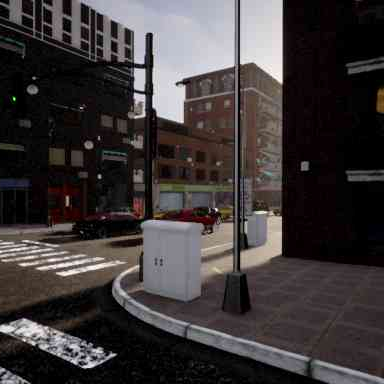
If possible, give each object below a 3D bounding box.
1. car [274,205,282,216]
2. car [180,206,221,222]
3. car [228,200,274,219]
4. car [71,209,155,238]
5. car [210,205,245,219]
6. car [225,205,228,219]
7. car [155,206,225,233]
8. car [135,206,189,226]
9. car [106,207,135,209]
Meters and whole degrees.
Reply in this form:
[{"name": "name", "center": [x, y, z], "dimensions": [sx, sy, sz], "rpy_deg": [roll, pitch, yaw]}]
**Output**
[{"name": "car", "center": [12.518, 2.393, 44.189], "dimensions": [2.033, 1.411, 5.357], "rpy_deg": [0, -1, 35]}, {"name": "car", "center": [0.918, 2.092, 32.172], "dimensions": [1.947, 1.339, 4.313], "rpy_deg": [-1, -2, 35]}, {"name": "car", "center": [6.396, 1.866, 35.473], "dimensions": [2.150, 2.045, 5.566], "rpy_deg": [0, -1, 35]}, {"name": "car", "center": [-4.645, 1.881, 19.634], "dimensions": [1.895, 1.301, 4.718], "rpy_deg": [0, -1, 35]}, {"name": "car", "center": [3.979, 2.152, 36.565], "dimensions": [1.752, 1.417, 4.829], "rpy_deg": [-1, -2, 35]}, {"name": "car", "center": [0.717, 1.962, 27.324], "dimensions": [1.837, 1.490, 4.892], "rpy_deg": [0, -1, 35]}, {"name": "car", "center": [-0.198, 1.828, 20.417], "dimensions": [1.882, 1.535, 5.008], "rpy_deg": [0, -1, 35]}, {"name": "car", "center": [-2.337, 1.944, 27.501], "dimensions": [1.752, 1.417, 4.829], "rpy_deg": [-1, -2, 35]}, {"name": "car", "center": [-5.397, 1.758, 23.112], "dimensions": [1.967, 1.590, 4.097], "rpy_deg": [-1, -2, 35]}]
